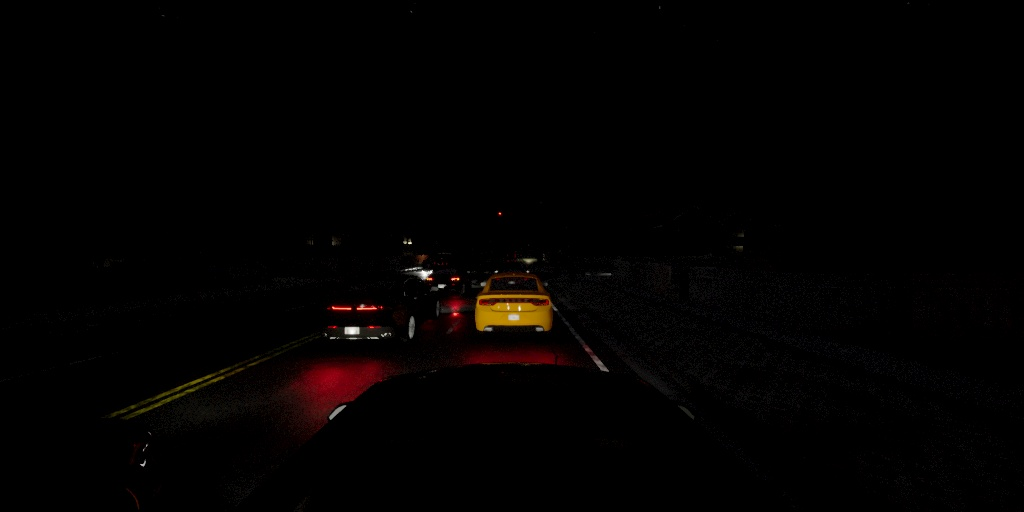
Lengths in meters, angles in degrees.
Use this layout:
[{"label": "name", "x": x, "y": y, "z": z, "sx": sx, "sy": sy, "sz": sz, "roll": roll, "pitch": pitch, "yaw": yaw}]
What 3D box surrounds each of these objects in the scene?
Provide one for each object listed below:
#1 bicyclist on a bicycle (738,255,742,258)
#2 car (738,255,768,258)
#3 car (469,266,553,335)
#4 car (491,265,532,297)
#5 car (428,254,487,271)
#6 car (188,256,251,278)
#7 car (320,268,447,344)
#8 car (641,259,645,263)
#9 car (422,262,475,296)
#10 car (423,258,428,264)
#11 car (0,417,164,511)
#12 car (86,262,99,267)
[{"label": "bicyclist on a bicycle", "x": 18.406, "y": 0.782, "z": 28.792, "sx": 0.582, "sy": 1.620, "sz": 1.656, "roll": 0, "pitch": 0, "yaw": -2}, {"label": "car", "x": 22.769, "y": 0.735, "z": 34.778, "sx": 4.553, "sy": 1.767, "sz": 2.097, "roll": 0, "pitch": 1, "yaw": -2}, {"label": "car", "x": 0.062, "y": 1.209, "z": 10.475, "sx": 1.882, "sy": 1.535, "sz": 5.008, "roll": 0, "pitch": 0, "yaw": 0}, {"label": "car", "x": 0.008, "y": 1.247, "z": 19.364, "sx": 1.994, "sy": 1.385, "sz": 4.181, "roll": 0, "pitch": 0, "yaw": 1}, {"label": "car", "x": -5.010, "y": 0.813, "z": 35.251, "sx": 2.150, "sy": 2.045, "sz": 5.566, "roll": 2, "pitch": 2, "yaw": 44}, {"label": "car", "x": -25.262, "y": 1.001, "z": 31.247, "sx": 5.566, "sy": 2.045, "sz": 2.150, "roll": 0, "pitch": 1, "yaw": 3}, {"label": "car", "x": -3.190, "y": 1.239, "z": 9.590, "sx": 1.837, "sy": 1.490, "sz": 4.892, "roll": 0, "pitch": 0, "yaw": 0}, {"label": "car", "x": 12.793, "y": 1.012, "z": 34.519, "sx": 5.357, "sy": 1.411, "sz": 2.033, "roll": -1, "pitch": 1, "yaw": -6}, {"label": "car", "x": -3.248, "y": 1.212, "z": 18.899, "sx": 1.812, "sy": 1.442, "sz": 4.674, "roll": 0, "pitch": 0, "yaw": 1}, {"label": "car", "x": -9.918, "y": 0.932, "z": 45.159, "sx": 2.128, "sy": 1.511, "sz": 4.902, "roll": 0, "pitch": 1, "yaw": 0}, {"label": "car", "x": -3.149, "y": 1.228, "z": 0.180, "sx": 1.882, "sy": 1.535, "sz": 5.008, "roll": 0, "pitch": 0, "yaw": 0}, {"label": "car", "x": -40.385, "y": 1.100, "z": 32.324, "sx": 5.566, "sy": 2.045, "sz": 2.150, "roll": -1, "pitch": 1, "yaw": 6}]
